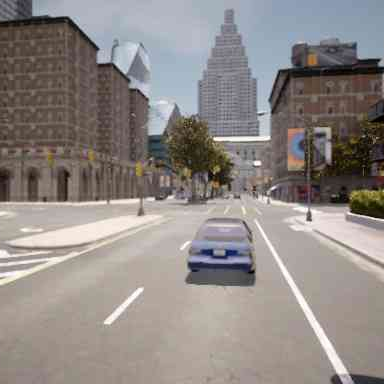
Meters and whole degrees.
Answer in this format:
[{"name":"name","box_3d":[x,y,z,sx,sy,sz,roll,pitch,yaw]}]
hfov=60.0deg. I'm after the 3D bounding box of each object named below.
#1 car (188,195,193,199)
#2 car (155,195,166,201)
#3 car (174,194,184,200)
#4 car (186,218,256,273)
[{"name":"car","box_3d":[0.117,1.434,86.440,1.895,1.301,4.718,0,0,8]},{"name":"car","box_3d":[-7.616,1.450,79.956,1.895,1.301,4.718,0,0,8]},{"name":"car","box_3d":[-3.341,1.195,86.985,2.097,1.767,4.553,0,0,8]},{"name":"car","box_3d":[1.039,1.527,10.633,2.033,1.411,5.357,0,0,9]}]
